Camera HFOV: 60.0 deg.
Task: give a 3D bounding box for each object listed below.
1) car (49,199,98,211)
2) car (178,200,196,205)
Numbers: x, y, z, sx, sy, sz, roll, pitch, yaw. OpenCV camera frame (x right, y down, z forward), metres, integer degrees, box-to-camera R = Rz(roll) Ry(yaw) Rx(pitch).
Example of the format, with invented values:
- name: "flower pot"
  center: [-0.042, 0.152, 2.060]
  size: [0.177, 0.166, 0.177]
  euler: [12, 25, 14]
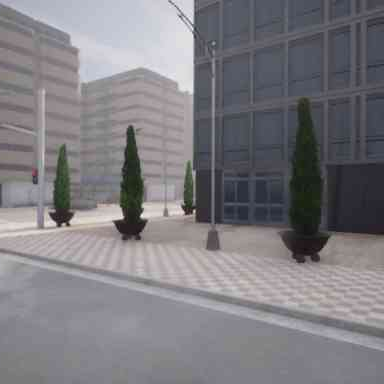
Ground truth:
- name: "car"
  center: [-13.132, 1.491, 37.349]
  size: [2.033, 1.411, 5.357]
  euler: [0, 0, 35]
- name: "car"
  center: [-0.369, 1.469, 55.380]
  size: [1.812, 1.442, 4.674]
  euler: [0, 0, 35]
